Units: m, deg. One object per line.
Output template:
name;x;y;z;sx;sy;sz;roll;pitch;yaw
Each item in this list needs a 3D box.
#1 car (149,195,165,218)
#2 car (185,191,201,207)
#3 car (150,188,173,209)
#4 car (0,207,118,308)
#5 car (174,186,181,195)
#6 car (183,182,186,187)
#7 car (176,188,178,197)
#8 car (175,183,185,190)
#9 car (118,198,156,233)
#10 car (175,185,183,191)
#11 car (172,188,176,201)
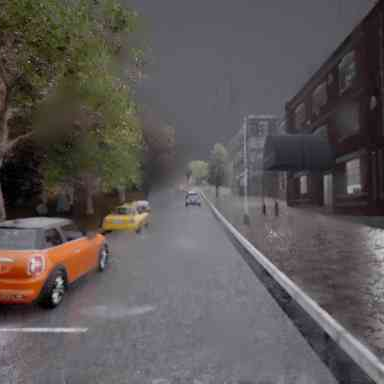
car;-3.627;1.320;25.079;2.231;1.521;4.892;1;2;2
car;0.118;0.933;39.133;2.033;1.411;5.357;0;2;0
car;-3.644;0.843;36.207;2.185;1.767;4.553;0;2;2
car;-3.625;1.403;8.319;2.185;1.767;4.553;1;0;2
car;-3.630;0.165;58.698;1.946;1.575;5.366;0;2;2
car;-3.628;-1.309;91.936;2.435;2.045;5.566;0;2;2
car;-3.640;0.575;47.372;2.231;1.521;4.892;0;2;2
car;-3.629;-0.850;86.344;2.097;1.535;5.008;0;2;2
car;-3.625;1.421;19.341;1.946;1.575;5.366;1;1;2
car;-3.633;-0.203;69.679;2.163;1.488;4.792;0;2;2
car;-3.643;0.647;41.775;2.185;1.767;4.553;0;2;2
